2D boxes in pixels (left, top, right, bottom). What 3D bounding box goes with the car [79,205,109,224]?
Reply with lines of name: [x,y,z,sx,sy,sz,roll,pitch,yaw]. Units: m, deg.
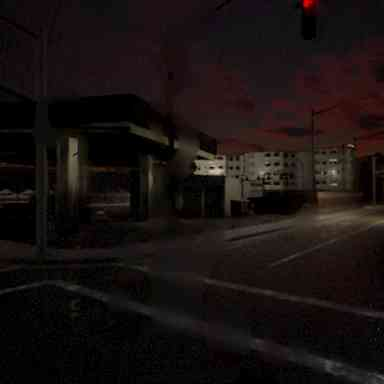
car: [-8.461,1.780,26.734,3.806,1.475,1.970,-1,-1,39]

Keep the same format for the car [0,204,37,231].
car: [-11.487,1.591,21.792,4.611,1.667,2.242,-1,-1,39]
